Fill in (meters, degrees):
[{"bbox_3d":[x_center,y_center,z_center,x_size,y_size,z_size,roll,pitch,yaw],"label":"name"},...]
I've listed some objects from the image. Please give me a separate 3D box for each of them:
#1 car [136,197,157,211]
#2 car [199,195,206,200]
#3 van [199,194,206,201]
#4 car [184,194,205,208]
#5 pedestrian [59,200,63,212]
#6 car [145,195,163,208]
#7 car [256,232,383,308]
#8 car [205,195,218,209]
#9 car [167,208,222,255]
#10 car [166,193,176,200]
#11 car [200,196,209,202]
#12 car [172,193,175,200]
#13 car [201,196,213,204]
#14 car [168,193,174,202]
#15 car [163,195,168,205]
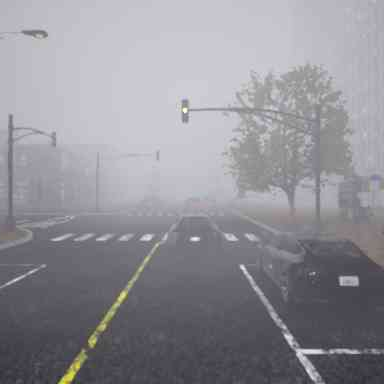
[{"bbox_3d":[-5.674,1.581,40.266,1.802,1.307,4.206,0,0,0],"label":"car"},{"bbox_3d":[2.721,1.528,90.395,1.752,1.417,4.829,0,0,0],"label":"car"},{"bbox_3d":[2.721,1.343,84.675,1.690,1.788,3.998,0,0,0],"label":"van"},{"bbox_3d":[0.112,1.351,39.385,2.097,1.767,4.553,0,0,0],"label":"car"},{"bbox_3d":[-12.740,1.315,32.272,0.375,1.300,0.375,0,-1,-1],"label":"pedestrian"},{"bbox_3d":[-5.672,1.314,45.817,2.192,1.841,5.009,0,0,0],"label":"car"},{"bbox_3d":[2.697,1.566,7.788,1.947,1.339,4.313,0,0,0],"label":"car"},{"bbox_3d":[2.708,1.525,45.987,1.752,1.417,4.829,0,0,0],"label":"car"},{"bbox_3d":[0.104,1.564,13.239,1.994,1.385,4.181,0,0,0],"label":"car"},{"bbox_3d":[-5.659,1.317,90.226,2.192,1.841,5.009,0,0,0],"label":"car"},{"bbox_3d":[2.716,1.567,73.573,1.947,1.339,4.313,0,0,0],"label":"car"},{"bbox_3d":[-5.661,1.552,84.675,2.008,1.369,4.403,0,0,0],"label":"car"},{"bbox_3d":[2.712,1.551,62.471,2.008,1.369,4.403,0,0,0],"label":"car"},{"bbox_3d":[-5.665,1.526,73.403,1.752,1.417,4.829,0,0,0],"label":"car"},{"bbox_3d":[-5.669,1.550,56.920,2.008,1.369,4.403,0,0,0],"label":"car"}]
